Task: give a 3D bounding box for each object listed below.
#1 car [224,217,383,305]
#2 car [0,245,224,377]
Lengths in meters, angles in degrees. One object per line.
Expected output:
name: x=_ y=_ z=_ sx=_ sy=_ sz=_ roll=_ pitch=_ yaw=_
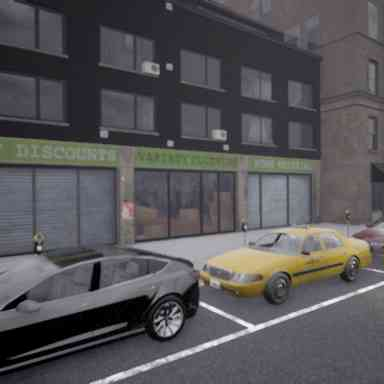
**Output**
car: x=2.412 y=1.451 z=7.904 sx=4.829 sy=1.417 sz=1.752 roll=-1 pitch=0 yaw=-35
car: x=-1.861 y=1.551 z=4.867 sx=4.313 sy=1.339 sz=1.947 roll=-1 pitch=0 yaw=-35
